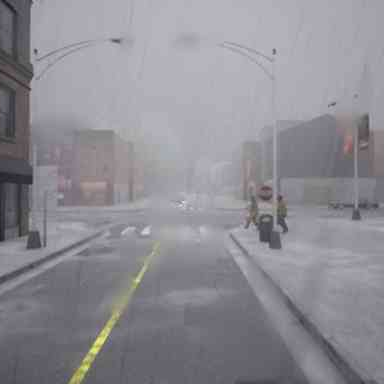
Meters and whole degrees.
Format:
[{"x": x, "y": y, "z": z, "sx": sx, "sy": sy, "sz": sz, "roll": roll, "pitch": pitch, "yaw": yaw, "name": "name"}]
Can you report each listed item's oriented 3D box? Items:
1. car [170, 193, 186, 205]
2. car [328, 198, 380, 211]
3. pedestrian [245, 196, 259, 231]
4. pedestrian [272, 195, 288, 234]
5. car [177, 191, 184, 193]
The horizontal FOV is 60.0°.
[{"x": -2.461, "y": 1.254, "z": 53.892, "sx": 2.033, "sy": 1.411, "sz": 5.357, "roll": 0, "pitch": 0, "yaw": 0, "name": "car"}, {"x": 16.733, "y": 1.314, "z": 34.646, "sx": 4.718, "sy": 1.301, "sz": 1.895, "roll": -1, "pitch": -1, "yaw": 0, "name": "car"}, {"x": 3.068, "y": 1.054, "z": 16.911, "sx": 0.375, "sy": 1.860, "sz": 0.375, "roll": 1, "pitch": -1, "yaw": 0, "name": "pedestrian"}, {"x": 4.150, "y": 1.050, "z": 15.688, "sx": 0.375, "sy": 1.860, "sz": 0.375, "roll": 1, "pitch": -1, "yaw": 0, "name": "pedestrian"}, {"x": -2.382, "y": 0.969, "z": 69.568, "sx": 2.097, "sy": 1.767, "sz": 4.553, "roll": 0, "pitch": 0, "yaw": 0, "name": "car"}]
